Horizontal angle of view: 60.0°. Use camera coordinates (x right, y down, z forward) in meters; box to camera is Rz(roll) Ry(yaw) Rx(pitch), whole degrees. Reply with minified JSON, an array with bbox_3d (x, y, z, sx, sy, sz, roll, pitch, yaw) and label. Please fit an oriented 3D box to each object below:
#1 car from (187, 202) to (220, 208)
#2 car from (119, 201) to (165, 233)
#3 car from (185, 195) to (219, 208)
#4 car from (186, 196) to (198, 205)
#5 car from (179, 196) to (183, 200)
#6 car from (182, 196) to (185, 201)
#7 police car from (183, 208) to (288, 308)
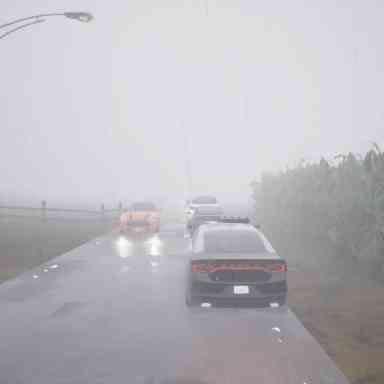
[{"bbox_3d":[0.811,1.489,18.010,1.837,1.490,4.892,0,0,0],"label":"car"},{"bbox_3d":[-2.765,1.334,19.196,2.097,1.767,4.553,0,0,0],"label":"car"},{"bbox_3d":[0.805,1.196,24.039,2.150,2.045,5.566,0,0,0],"label":"car"},{"bbox_3d":[-0.043,1.450,59.811,2.128,1.511,4.902,0,0,0],"label":"car"},{"bbox_3d":[-2.817,1.769,94.250,1.895,1.301,4.718,0,-1,0],"label":"car"},{"bbox_3d":[0.007,1.418,46.365,1.882,1.535,5.008,0,0,1],"label":"car"},{"bbox_3d":[0.818,1.420,8.120,1.930,1.638,5.238,0,0,0],"label":"police car"}]
